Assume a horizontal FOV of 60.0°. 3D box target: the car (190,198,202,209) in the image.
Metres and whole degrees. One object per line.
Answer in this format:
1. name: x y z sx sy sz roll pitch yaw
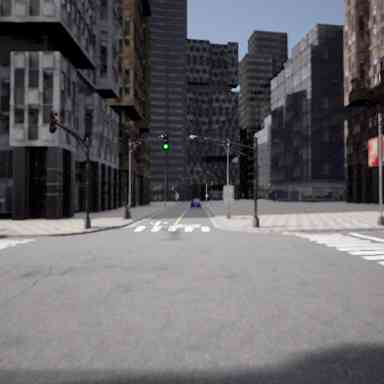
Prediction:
1. car: 0.681 2.196 59.329 1.882 1.535 5.008 0 -1 1

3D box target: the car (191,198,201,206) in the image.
1. car: 0.839 2.088 69.754 2.097 1.767 4.553 0 -1 1
